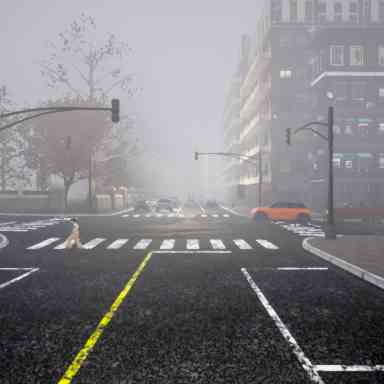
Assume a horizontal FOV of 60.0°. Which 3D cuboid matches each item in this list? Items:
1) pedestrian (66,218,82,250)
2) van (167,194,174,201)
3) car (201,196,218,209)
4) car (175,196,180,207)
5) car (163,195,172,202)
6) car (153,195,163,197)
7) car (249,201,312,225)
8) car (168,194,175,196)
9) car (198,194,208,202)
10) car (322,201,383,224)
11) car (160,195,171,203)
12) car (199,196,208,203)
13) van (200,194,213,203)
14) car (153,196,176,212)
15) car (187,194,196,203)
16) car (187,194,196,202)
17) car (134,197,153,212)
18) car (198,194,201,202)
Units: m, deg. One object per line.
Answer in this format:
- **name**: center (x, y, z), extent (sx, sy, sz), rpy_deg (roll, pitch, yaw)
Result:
- **pedestrian**: center (-4.478, 1.573, 12.782), extent (0.375, 1.300, 0.375), rpy_deg (0, 0, 0)
- **van**: center (-5.869, 1.446, 90.382), extent (1.690, 1.788, 3.998), rpy_deg (0, 0, 0)
- **car**: center (2.603, 1.571, 45.357), extent (1.887, 1.381, 4.507), rpy_deg (0, 0, 0)
- **car**: center (-3.190, 1.631, 49.040), extent (1.895, 1.301, 4.718), rpy_deg (0, 0, 0)
- **car**: center (-5.846, 1.520, 79.121), extent (1.967, 1.590, 4.097), rpy_deg (0, 0, 0)
- **car**: center (-5.788, 1.558, 50.801), extent (1.752, 1.417, 4.829), rpy_deg (0, 0, 0)
- **car**: center (6.719, 1.472, 25.463), extent (4.553, 1.767, 2.097), rpy_deg (2, 0, 10)
- **car**: center (-3.195, 1.549, 59.232), extent (1.837, 1.490, 4.892), rpy_deg (0, 0, 0)
- **car**: center (2.535, 1.395, 79.138), extent (2.192, 1.841, 5.009), rpy_deg (0, 0, 0)
- **car**: center (13.413, 1.607, 27.426), extent (5.009, 1.841, 2.192), rpy_deg (1, -1, -1)
- **car**: center (-5.835, 1.509, 73.492), extent (1.967, 1.590, 4.097), rpy_deg (0, 0, 0)
- **car**: center (2.546, 1.614, 73.508), extent (1.887, 1.381, 4.507), rpy_deg (0, 0, 0)
- **van**: center (2.592, 1.374, 50.988), extent (1.690, 1.788, 3.998), rpy_deg (0, 0, 0)
- **car**: center (-3.171, 1.545, 39.117), extent (1.812, 1.442, 4.674), rpy_deg (0, 0, 0)
- **car**: center (-0.137, 1.608, 68.437), extent (2.033, 1.411, 5.357), rpy_deg (0, 0, 0)
- **car**: center (-0.156, 1.312, 78.827), extent (2.097, 1.767, 4.553), rpy_deg (0, 0, 0)
- **car**: center (-5.766, 1.586, 39.710), extent (1.947, 1.339, 4.313), rpy_deg (0, 0, 0)
- **car**: center (2.569, 1.489, 62.248), extent (1.967, 1.590, 4.097), rpy_deg (0, 0, 0)
